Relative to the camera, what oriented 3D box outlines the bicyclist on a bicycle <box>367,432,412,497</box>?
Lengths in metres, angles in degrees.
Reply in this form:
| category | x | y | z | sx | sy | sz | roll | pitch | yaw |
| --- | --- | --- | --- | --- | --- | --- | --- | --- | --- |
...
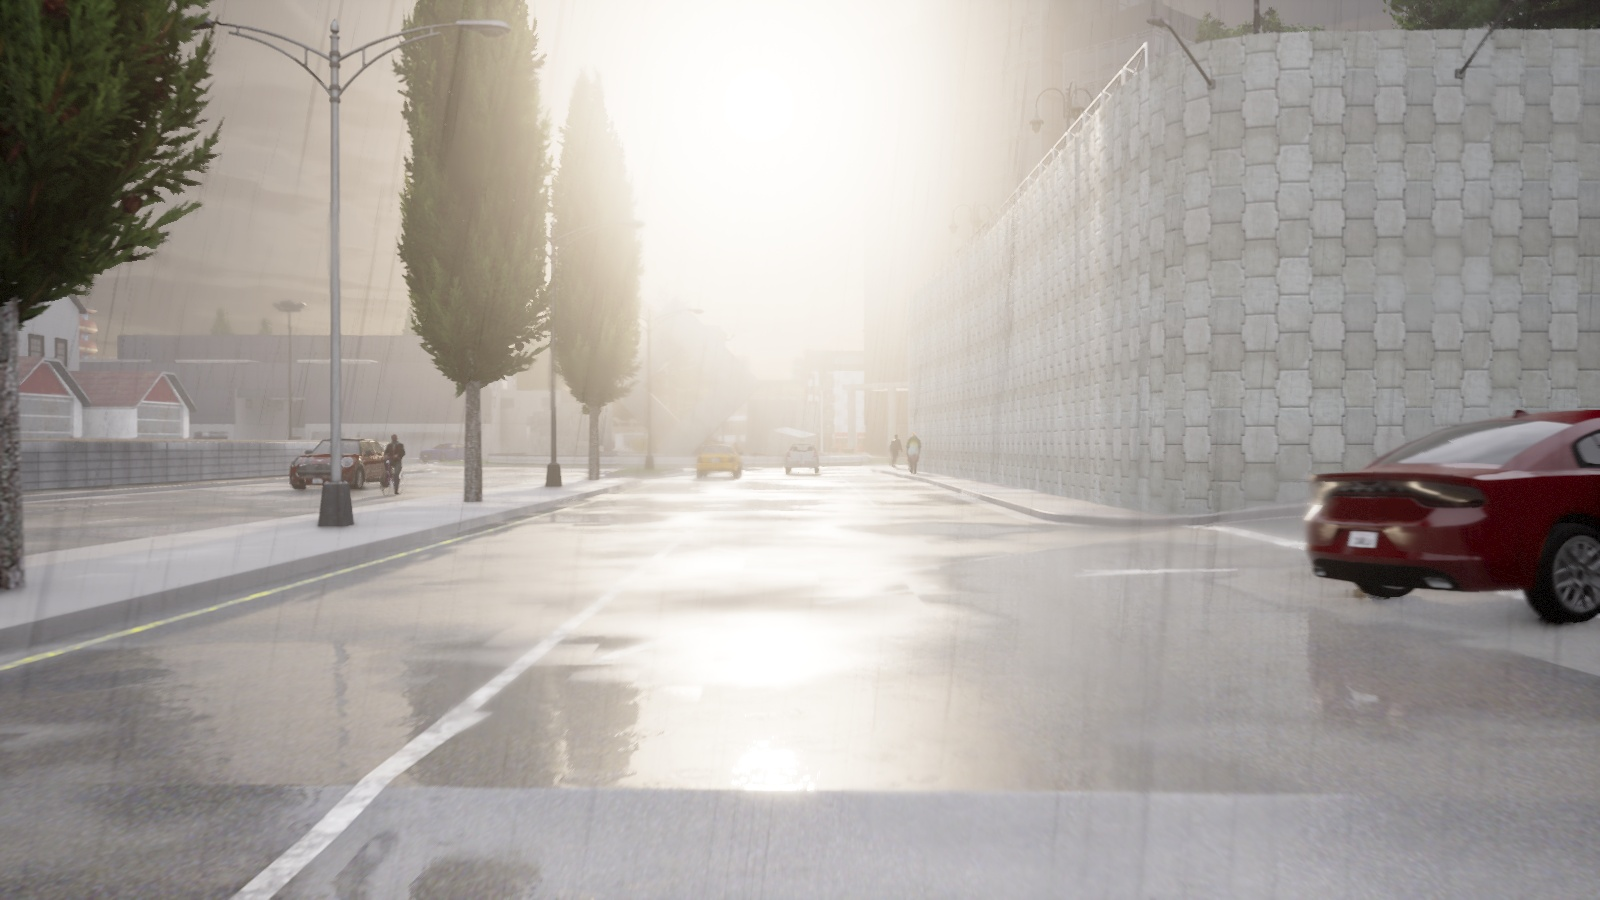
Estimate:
| category | x | y | z | sx | sy | sz | roll | pitch | yaw |
| --- | --- | --- | --- | --- | --- | --- | --- | --- | --- |
| bicyclist on a bicycle | -11.503 | 0.407 | 35.254 | 0.659 | 1.776 | 1.843 | 0 | 0 | 0 |

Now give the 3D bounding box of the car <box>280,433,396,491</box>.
| category | x | y | z | sx | sy | sz | roll | pitch | yaw |
| --- | --- | --- | --- | --- | --- | --- | --- | --- | --- |
| car | -15.004 | 0.359 | 41.062 | 2.097 | 1.767 | 4.553 | 0 | 0 | 0 |

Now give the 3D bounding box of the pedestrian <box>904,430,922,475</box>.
| category | x | y | z | sx | sy | sz | roll | pitch | yaw |
| --- | --- | --- | --- | --- | --- | --- | --- | --- | --- |
| pedestrian | 4.963 | 0.095 | 55.162 | 0.659 | 1.952 | 0.873 | 0 | 0 | -4 |

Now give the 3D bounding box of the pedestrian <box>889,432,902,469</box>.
| category | x | y | z | sx | sy | sz | roll | pitch | yaw |
| --- | --- | --- | --- | --- | --- | --- | --- | --- | --- |
| pedestrian | 5.039 | 0.031 | 66.517 | 0.423 | 1.949 | 0.788 | 0 | 0 | 26 |

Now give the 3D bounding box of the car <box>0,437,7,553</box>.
| category | x | y | z | sx | sy | sz | roll | pitch | yaw |
| --- | --- | --- | --- | --- | --- | --- | --- | --- | --- |
| car | -11.501 | 0.602 | 14.356 | 2.007 | 1.525 | 4.514 | 0 | 0 | 0 |

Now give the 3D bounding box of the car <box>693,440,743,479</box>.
| category | x | y | z | sx | sy | sz | roll | pitch | yaw |
| --- | --- | --- | --- | --- | --- | --- | --- | --- | --- |
| car | -3.497 | 0.375 | 54.510 | 1.801 | 1.575 | 5.366 | 0 | 0 | 0 |

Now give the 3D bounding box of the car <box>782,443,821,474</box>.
| category | x | y | z | sx | sy | sz | roll | pitch | yaw |
| --- | --- | --- | --- | --- | --- | --- | --- | --- | --- |
| car | 0.122 | 0.407 | 62.719 | 1.845 | 1.501 | 3.633 | 0 | 0 | 2 |

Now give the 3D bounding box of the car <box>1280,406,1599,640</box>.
| category | x | y | z | sx | sy | sz | roll | pitch | yaw |
| --- | --- | --- | --- | --- | --- | --- | --- | --- | --- |
| car | 6.615 | 0.412 | 10.175 | 5.008 | 1.535 | 1.882 | -3 | 0 | -20 |
